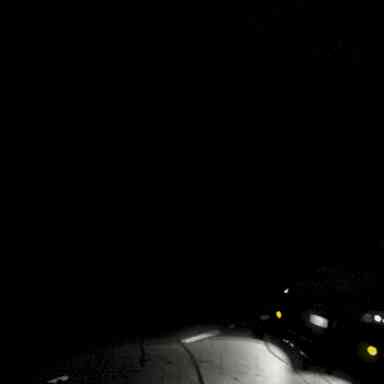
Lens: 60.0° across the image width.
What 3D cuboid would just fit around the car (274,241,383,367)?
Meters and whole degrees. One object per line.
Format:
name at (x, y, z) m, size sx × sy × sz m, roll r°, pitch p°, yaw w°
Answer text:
car at (3.375, 1.593, 5.693) m, size 4.181 × 1.385 × 1.994 m, roll 0°, pitch 0°, yaw -35°
